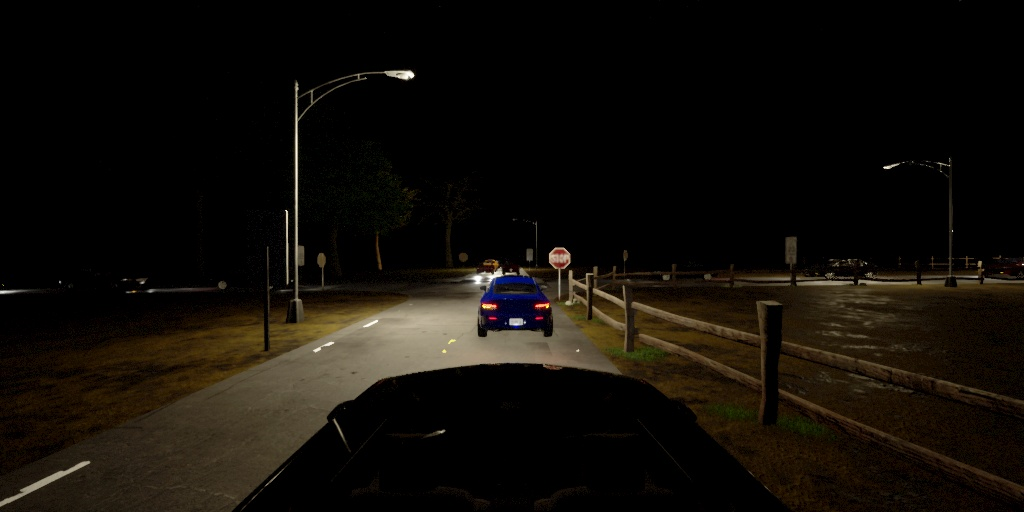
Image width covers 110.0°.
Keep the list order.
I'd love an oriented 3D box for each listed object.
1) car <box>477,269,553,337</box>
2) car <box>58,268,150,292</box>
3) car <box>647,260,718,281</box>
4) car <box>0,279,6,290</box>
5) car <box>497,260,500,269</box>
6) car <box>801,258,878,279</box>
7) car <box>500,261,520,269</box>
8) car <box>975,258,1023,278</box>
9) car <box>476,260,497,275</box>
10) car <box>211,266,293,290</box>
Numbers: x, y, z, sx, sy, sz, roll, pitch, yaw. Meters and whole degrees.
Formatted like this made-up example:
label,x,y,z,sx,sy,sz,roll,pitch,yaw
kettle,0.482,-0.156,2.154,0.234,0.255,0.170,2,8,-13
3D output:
label,x,y,z,sx,sy,sz,roll,pitch,yaw
car,0.053,1.277,10.158,1.812,1.442,4.674,0,0,-1
car,-27.365,1.561,24.170,4.902,1.511,2.128,-1,1,0
car,12.734,1.061,26.949,5.008,1.535,1.882,-1,1,-1
car,-37.285,1.746,24.210,4.181,1.385,1.994,-1,1,0
car,-2.954,1.279,49.075,1.882,1.535,5.008,0,0,0
car,24.514,0.948,26.948,4.892,1.490,1.837,-1,1,0
car,-0.095,1.306,40.708,1.812,1.442,4.674,0,0,0
car,37.743,0.852,26.897,4.181,1.385,1.994,-1,1,0
car,-2.890,1.380,39.572,1.895,1.301,4.718,0,0,-2
car,-17.334,1.435,24.166,5.008,1.535,1.882,-1,1,0
